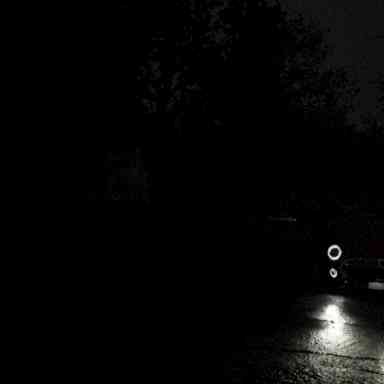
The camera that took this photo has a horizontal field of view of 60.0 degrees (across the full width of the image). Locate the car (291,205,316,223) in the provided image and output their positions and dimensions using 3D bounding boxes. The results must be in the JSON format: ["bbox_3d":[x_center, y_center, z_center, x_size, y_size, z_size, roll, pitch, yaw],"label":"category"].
[{"bbox_3d":[8.234,1.302,19.516,2.033,1.411,5.357,2,1,-23],"label":"car"}]

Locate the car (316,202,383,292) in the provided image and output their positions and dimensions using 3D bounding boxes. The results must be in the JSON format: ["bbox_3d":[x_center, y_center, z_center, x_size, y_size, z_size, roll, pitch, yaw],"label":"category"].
[{"bbox_3d":[4.646,1.353,9.134,2.097,1.767,4.553,0,1,20],"label":"car"}]
